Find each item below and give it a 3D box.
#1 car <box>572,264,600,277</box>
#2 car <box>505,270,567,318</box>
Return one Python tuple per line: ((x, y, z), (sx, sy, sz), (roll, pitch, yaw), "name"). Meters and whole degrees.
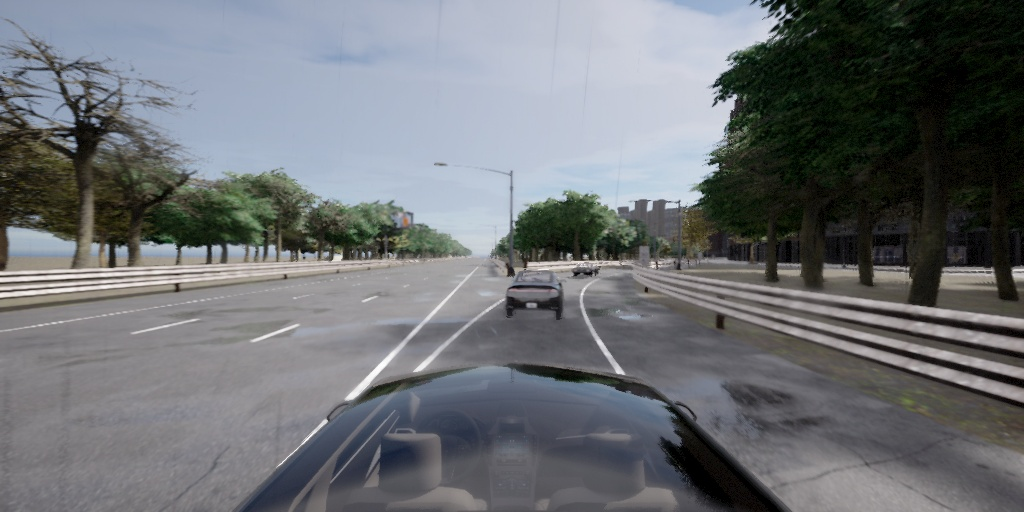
((7.529, 1.411, 35.860), (1.895, 1.301, 4.718), (0, 0, 24), "car")
((0.933, 1.263, 13.070), (2.128, 1.511, 4.902), (0, 0, 8), "car")
